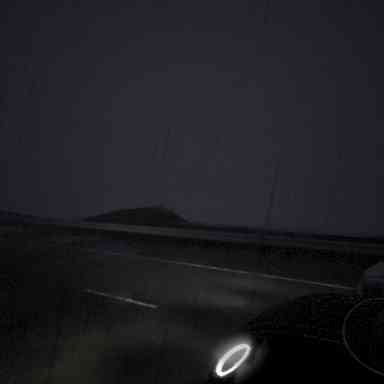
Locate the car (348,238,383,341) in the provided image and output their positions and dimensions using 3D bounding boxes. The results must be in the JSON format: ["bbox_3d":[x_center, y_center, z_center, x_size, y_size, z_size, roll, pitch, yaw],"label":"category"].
[{"bbox_3d":[4.952,1.596,4.691,4.718,1.301,1.895,0,0,36],"label":"car"}]

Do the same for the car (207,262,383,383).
[{"bbox_3d":[2.311,1.349,2.236,4.553,1.767,2.097,0,0,35],"label":"car"}]
